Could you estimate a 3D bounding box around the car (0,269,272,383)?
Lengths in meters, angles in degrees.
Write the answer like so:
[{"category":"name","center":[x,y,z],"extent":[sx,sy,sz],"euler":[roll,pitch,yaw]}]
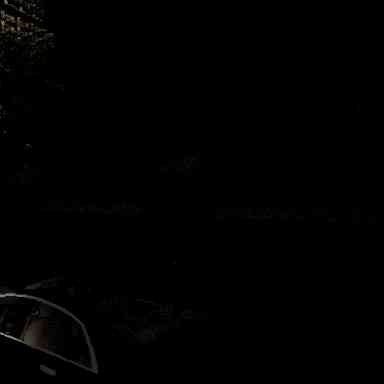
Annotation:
[{"category":"car","center":[-1.348,1.576,3.685],"extent":[4.403,1.369,2.008],"euler":[-1,0,35]}]
